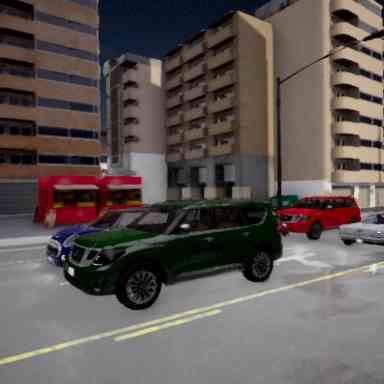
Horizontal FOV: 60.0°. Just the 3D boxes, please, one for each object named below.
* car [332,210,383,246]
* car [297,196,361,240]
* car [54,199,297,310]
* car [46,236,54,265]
[{"bbox_3d":[8.322,1.592,14.231,4.718,1.301,1.895,0,0,-35],"label":"car"},{"bbox_3d":[6.606,1.218,17.309,5.566,2.045,2.150,0,0,-35],"label":"car"},{"bbox_3d":[-0.137,1.219,8.187,5.566,2.045,2.150,0,0,-36],"label":"car"},{"bbox_3d":[-2.284,1.352,10.963,4.553,1.767,2.097,0,0,-36],"label":"car"}]
